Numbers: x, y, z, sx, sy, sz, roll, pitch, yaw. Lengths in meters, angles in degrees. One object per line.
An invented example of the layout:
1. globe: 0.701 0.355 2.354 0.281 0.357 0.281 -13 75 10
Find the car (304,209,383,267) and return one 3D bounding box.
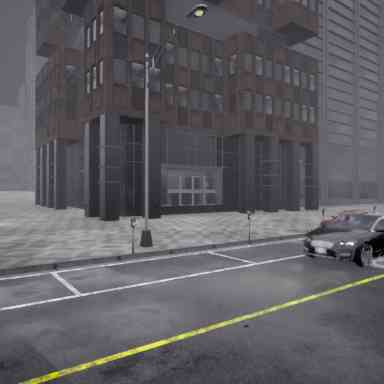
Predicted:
1. car: 5.858 1.492 11.413 4.902 1.511 2.128 0 0 -35

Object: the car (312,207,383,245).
1. car: 8.040 1.546 16.247 4.507 1.381 1.887 0 0 -35
